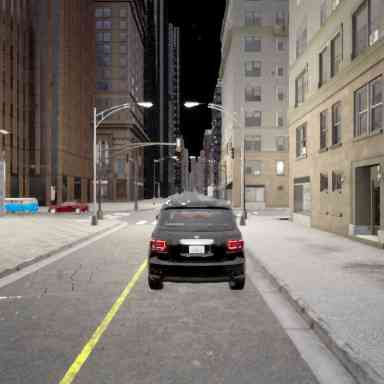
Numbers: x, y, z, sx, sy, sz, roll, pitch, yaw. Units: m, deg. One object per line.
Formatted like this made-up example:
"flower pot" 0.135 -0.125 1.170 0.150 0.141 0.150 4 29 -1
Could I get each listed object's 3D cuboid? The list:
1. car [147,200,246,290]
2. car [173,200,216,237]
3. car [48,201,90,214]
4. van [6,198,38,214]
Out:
"car" 0.117 1.223 9.223 2.150 2.045 5.566 0 0 1
"car" 0.131 1.357 18.672 2.097 1.767 4.553 0 0 0
"car" -13.908 1.724 37.569 4.507 1.381 1.887 -1 0 0
"van" -19.534 1.588 37.599 3.998 1.788 1.690 -1 0 0
